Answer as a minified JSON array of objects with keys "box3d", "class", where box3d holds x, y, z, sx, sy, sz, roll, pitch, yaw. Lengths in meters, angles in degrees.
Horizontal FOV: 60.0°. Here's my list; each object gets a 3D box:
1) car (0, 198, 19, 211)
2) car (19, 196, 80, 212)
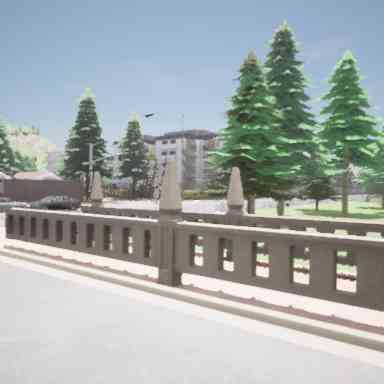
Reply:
[{"box3d":[-17.700,1.185,29.984,1.895,1.301,4.718,1,1,38],"class":"car"},{"box3d":[-12.728,1.126,30.691,2.128,1.511,4.902,1,1,38],"class":"car"}]
